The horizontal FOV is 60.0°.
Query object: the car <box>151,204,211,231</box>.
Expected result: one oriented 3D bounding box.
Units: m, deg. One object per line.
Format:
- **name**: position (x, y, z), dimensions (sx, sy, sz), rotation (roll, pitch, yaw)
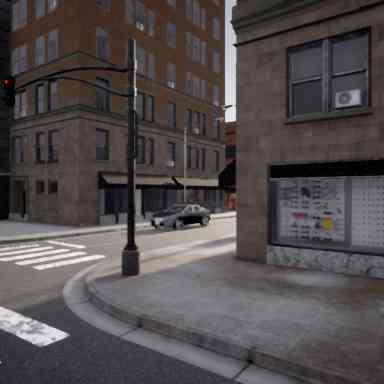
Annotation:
- **car**: position (-0.629, 1.570, 21.701), dimensions (2.128, 1.511, 4.902), rotation (0, 0, 36)
